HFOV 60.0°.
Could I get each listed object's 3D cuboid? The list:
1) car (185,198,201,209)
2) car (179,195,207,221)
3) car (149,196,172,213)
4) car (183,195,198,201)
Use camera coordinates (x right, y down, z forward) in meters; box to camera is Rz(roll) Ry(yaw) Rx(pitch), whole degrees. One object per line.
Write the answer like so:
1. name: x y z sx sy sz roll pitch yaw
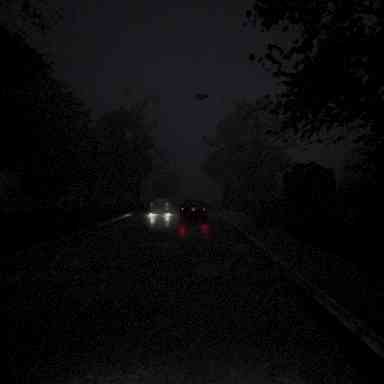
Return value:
1. car: 0.110 1.460 43.222 1.994 1.385 4.181 0 0 0
2. car: 0.105 1.301 26.446 2.097 1.767 4.553 0 0 0
3. car: -3.336 1.271 35.926 2.097 1.767 4.553 0 0 0
4. car: -0.281 1.288 76.682 1.895 1.301 4.718 -1 0 19
